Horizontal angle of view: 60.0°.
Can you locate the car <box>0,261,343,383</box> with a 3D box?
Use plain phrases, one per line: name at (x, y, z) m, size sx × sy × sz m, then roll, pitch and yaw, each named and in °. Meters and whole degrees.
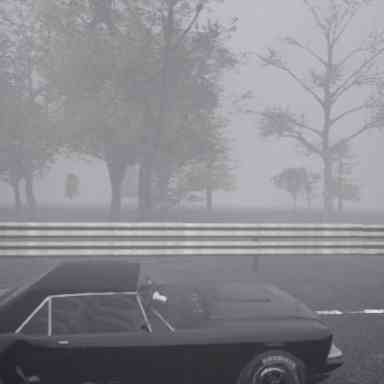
car at (-0.784, 1.581, 4.046) m, size 4.718 × 1.301 × 1.895 m, roll 1°, pitch 0°, yaw -6°
